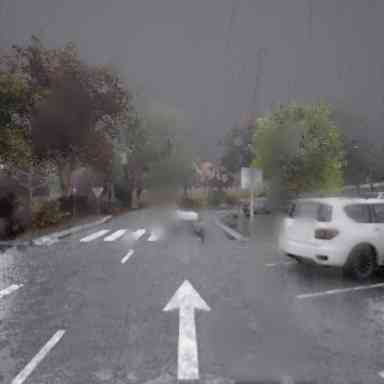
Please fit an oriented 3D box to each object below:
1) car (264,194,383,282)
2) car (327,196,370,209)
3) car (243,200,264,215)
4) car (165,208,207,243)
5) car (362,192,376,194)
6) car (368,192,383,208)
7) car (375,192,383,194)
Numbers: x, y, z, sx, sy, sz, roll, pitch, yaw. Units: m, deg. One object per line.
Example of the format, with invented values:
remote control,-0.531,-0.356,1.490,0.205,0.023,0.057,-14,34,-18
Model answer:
car,5.215,1.187,9.626,5.566,2.045,2.435,0,0,-21
car,20.097,1.335,42.993,2.163,1.488,4.792,0,-1,-22
car,7.471,1.443,30.973,5.357,1.411,2.033,0,0,-14
car,-0.320,1.488,15.861,1.812,1.442,4.674,0,0,-2
car,23.117,1.042,43.136,2.435,2.045,5.566,0,-1,-23
car,26.176,1.029,43.236,2.435,2.045,5.566,0,-1,-23
car,17.849,1.100,25.882,2.435,2.045,5.566,0,1,-23
